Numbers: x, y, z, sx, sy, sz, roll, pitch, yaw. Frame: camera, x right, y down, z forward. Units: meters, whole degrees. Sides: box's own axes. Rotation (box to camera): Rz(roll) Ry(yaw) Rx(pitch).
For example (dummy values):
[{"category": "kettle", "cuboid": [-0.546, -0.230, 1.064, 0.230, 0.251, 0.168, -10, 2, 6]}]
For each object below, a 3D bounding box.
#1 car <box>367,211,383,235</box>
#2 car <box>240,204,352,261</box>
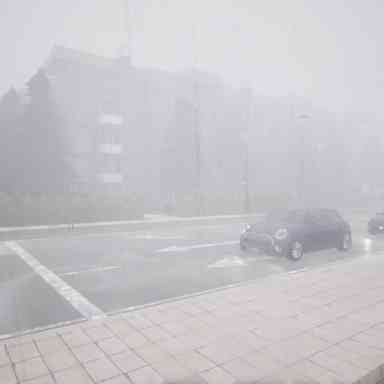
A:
[{"category": "car", "cuboid": [11.233, 1.505, 17.711, 4.892, 1.490, 1.837, 0, 0, -36]}, {"category": "car", "cuboid": [3.920, 1.352, 12.406, 4.553, 1.767, 2.097, 0, 0, -36]}]
